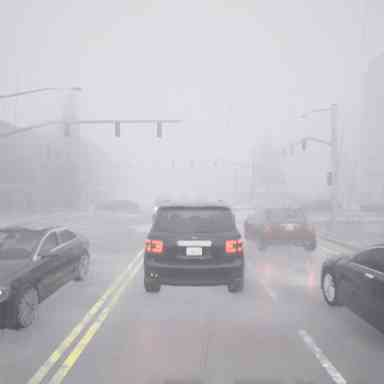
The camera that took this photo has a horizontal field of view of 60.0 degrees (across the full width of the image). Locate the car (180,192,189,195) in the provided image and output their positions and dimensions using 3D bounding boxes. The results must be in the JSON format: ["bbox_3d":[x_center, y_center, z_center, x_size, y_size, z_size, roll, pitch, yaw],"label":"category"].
[{"bbox_3d":[-1.810,1.453,80.223,1.837,1.490,4.892,0,0,-1],"label":"car"}]

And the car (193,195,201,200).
[{"bbox_3d":[1.445,1.505,90.370,1.994,1.385,4.181,0,0,-1],"label":"car"}]

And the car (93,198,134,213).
[{"bbox_3d":[-8.271,1.486,36.340,4.892,1.490,1.837,0,0,-3],"label":"car"}]

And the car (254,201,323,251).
[{"bbox_3d":[3.532,1.344,14.168,2.097,1.767,4.553,0,0,0],"label":"car"}]

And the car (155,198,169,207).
[{"bbox_3d":[-4.714,1.573,52.160,1.895,1.301,4.718,0,0,-1],"label":"car"}]

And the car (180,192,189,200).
[{"bbox_3d":[-2.058,1.092,90.452,2.150,2.045,5.566,0,0,-1],"label":"car"}]

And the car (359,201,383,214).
[{"bbox_3d":[19.877,1.582,34.217,4.718,1.301,1.895,0,0,-2],"label":"car"}]

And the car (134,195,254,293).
[{"bbox_3d":[0.052,1.217,8.989,2.150,2.045,5.566,0,0,0],"label":"car"}]

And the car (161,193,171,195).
[{"bbox_3d":[-4.920,1.188,62.168,2.150,2.045,5.566,0,0,0],"label":"car"}]

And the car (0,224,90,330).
[{"bbox_3d":[-3.599,1.488,6.963,2.128,1.511,4.902,0,0,0],"label":"car"}]

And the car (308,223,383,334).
[{"bbox_3d":[3.606,1.502,5.087,1.837,1.490,4.892,0,0,0],"label":"car"}]

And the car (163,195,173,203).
[{"bbox_3d":[-5.119,1.439,72.333,1.882,1.535,5.008,0,0,-1],"label":"car"}]

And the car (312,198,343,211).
[{"bbox_3d":[14.422,1.481,37.570,4.892,1.490,1.837,-1,0,-2],"label":"car"}]

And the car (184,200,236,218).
[{"bbox_3d":[1.744,1.509,30.876,4.674,1.442,1.812,0,-1,-35],"label":"car"}]
